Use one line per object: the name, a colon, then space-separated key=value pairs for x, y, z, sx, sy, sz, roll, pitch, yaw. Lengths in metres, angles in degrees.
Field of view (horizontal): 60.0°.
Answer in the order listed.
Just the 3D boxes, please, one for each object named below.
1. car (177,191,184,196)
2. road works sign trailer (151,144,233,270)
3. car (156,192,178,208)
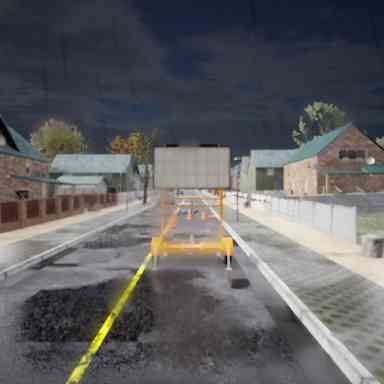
car: x=-2.757 y=0.346 z=77.475 sx=1.895 sy=1.301 sz=4.718 roll=0 pitch=1 yaw=0
road works sign trailer: x=-0.001 y=0.314 z=10.406 sx=2.380 sy=3.560 sz=2.880 roll=0 pitch=1 yaw=0
car: x=-2.850 y=0.971 z=36.940 sx=1.837 sy=1.490 sz=4.892 roll=0 pitch=1 yaw=0
